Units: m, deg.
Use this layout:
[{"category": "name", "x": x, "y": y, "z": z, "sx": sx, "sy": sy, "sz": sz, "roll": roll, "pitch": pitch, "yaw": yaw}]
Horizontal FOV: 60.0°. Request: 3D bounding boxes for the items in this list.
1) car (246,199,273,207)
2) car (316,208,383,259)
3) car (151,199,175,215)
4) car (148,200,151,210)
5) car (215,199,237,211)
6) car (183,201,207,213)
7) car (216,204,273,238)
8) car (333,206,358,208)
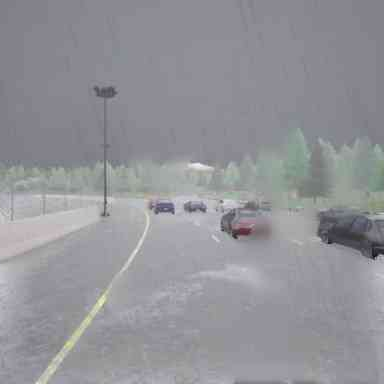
[{"category": "car", "x": 7.335, "y": 1.492, "z": 36.738, "sx": 2.128, "sy": 1.511, "sz": 4.902, "roll": 0, "pitch": 0, "yaw": -10}, {"category": "car", "x": 6.688, "y": 1.548, "z": 12.582, "sx": 2.033, "sy": 1.411, "sz": 5.357, "roll": 0, "pitch": 0, "yaw": -4}, {"category": "car", "x": -2.954, "y": 1.478, "z": 34.676, "sx": 1.882, "sy": 1.535, "sz": 5.008, "roll": 0, "pitch": 0, "yaw": -10}, {"category": "car", "x": -4.746, "y": 1.601, "z": 43.911, "sx": 1.895, "sy": 1.301, "sz": 4.718, "roll": 0, "pitch": 0, "yaw": -13}, {"category": "car", "x": 3.857, "y": 1.526, "z": 36.363, "sx": 1.812, "sy": 1.442, "sz": 4.674, "roll": 0, "pitch": 0, "yaw": -9}, {"category": "car", "x": 0.238, "y": 1.601, "z": 36.776, "sx": 1.895, "sy": 1.301, "sz": 4.718, "roll": 0, "pitch": 0, "yaw": -10}, {"category": "car", "x": 2.748, "y": 1.564, "z": 17.724, "sx": 1.994, "sy": 1.385, "sz": 4.181, "roll": 0, "pitch": 0, "yaw": -5}, {"category": "car", "x": 9.504, "y": 1.563, "z": 20.778, "sx": 1.994, "sy": 1.385, "sz": 4.181, "roll": 0, "pitch": 0, "yaw": -5}]
